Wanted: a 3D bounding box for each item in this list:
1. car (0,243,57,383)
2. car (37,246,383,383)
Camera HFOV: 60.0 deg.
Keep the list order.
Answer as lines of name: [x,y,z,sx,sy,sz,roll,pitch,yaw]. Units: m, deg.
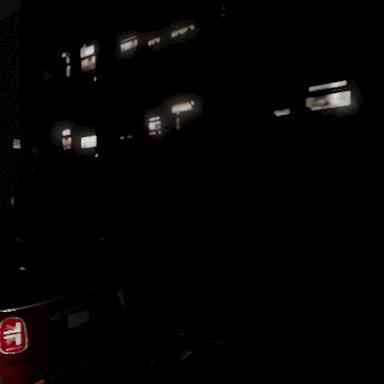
car: [-2.871,1.487,4.925,4.097,1.590,1.967,-1,0,36]
car: [1.641,1.310,1.706,5.009,1.841,2.192,-1,0,36]
